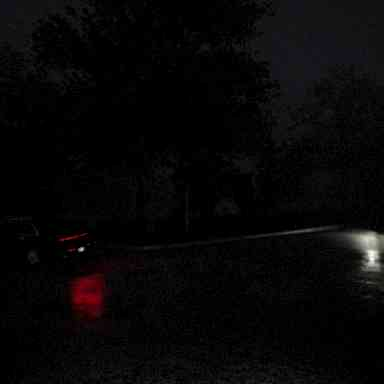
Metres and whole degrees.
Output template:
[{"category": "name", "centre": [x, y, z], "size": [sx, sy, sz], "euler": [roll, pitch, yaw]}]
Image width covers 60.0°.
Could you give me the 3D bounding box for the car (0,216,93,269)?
[{"category": "car", "centre": [-5.747, 1.596, 11.330], "size": [4.892, 1.490, 1.837], "euler": [-1, 3, 20]}]

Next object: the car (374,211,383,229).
[{"category": "car", "centre": [12.170, 1.263, 18.530], "size": [5.008, 1.535, 1.882], "euler": [-1, 0, -33]}]
